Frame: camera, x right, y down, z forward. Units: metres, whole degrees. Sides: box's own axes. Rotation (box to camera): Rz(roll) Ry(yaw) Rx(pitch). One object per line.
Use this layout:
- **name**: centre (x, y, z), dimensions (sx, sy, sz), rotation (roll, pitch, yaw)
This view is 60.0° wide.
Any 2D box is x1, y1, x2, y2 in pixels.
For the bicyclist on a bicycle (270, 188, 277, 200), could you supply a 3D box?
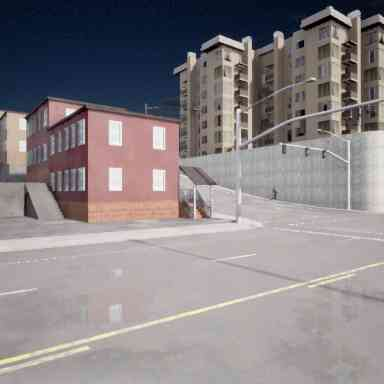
- **bicyclist on a bicycle**: centre (11.200, 0.301, 45.389), dimensions (1.656, 1.620, 0.582), rotation (0, 6, -35)
